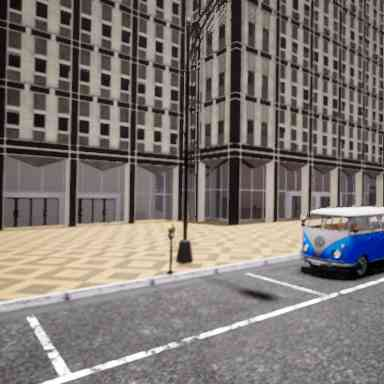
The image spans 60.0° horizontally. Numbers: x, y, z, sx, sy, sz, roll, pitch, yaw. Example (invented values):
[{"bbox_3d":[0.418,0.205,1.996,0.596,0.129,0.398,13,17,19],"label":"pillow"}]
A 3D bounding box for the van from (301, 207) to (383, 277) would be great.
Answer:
[{"bbox_3d":[5.038,1.368,10.111,3.998,1.788,1.690,0,1,-35],"label":"van"}]
